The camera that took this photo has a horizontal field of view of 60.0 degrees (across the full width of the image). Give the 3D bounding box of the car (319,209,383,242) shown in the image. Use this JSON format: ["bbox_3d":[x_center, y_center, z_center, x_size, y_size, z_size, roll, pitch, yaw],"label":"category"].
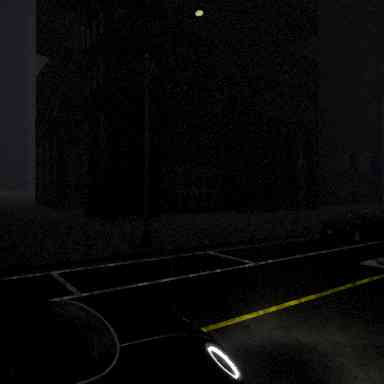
[{"bbox_3d":[8.034,1.545,16.252,4.507,1.381,1.887,0,0,-35],"label":"car"}]

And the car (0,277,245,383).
[{"bbox_3d":[-1.729,1.351,2.200,4.553,1.767,2.097,0,0,-35],"label":"car"}]
